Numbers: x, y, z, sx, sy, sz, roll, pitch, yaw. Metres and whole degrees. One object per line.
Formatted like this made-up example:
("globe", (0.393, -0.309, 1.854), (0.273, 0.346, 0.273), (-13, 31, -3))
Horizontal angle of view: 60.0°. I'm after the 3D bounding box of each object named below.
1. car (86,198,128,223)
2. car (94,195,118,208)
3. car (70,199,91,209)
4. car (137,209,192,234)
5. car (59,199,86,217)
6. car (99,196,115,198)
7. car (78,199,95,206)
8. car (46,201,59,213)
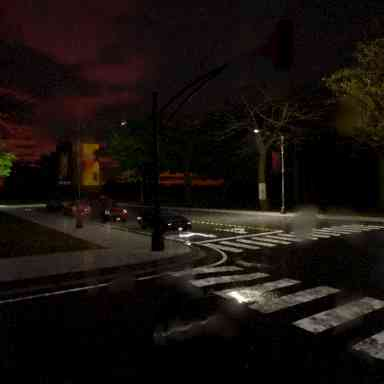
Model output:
("car", (-7.500, 1.717, 29.798), (2.097, 1.767, 4.553), (-1, 0, -35))
("car", (-15.054, 1.653, 57.916), (2.150, 2.045, 5.566), (-1, 0, -35))
("car", (-19.674, 2.079, 58.683), (2.033, 1.411, 5.357), (-1, 0, -35))
("car", (-2.002, 1.819, 22.046), (2.033, 1.411, 5.357), (-1, 0, -29))
("car", (-13.110, 1.812, 37.817), (2.097, 1.767, 4.553), (-1, 0, -35))
("car", (-13.811, 1.782, 50.373), (2.097, 1.767, 4.553), (-1, 0, -35))
("car", (-21.172, 2.100, 66.661), (1.994, 1.385, 4.181), (-1, 0, -35))
("car", (-18.867, 2.035, 46.121), (1.882, 1.535, 5.008), (-1, 0, -35))
